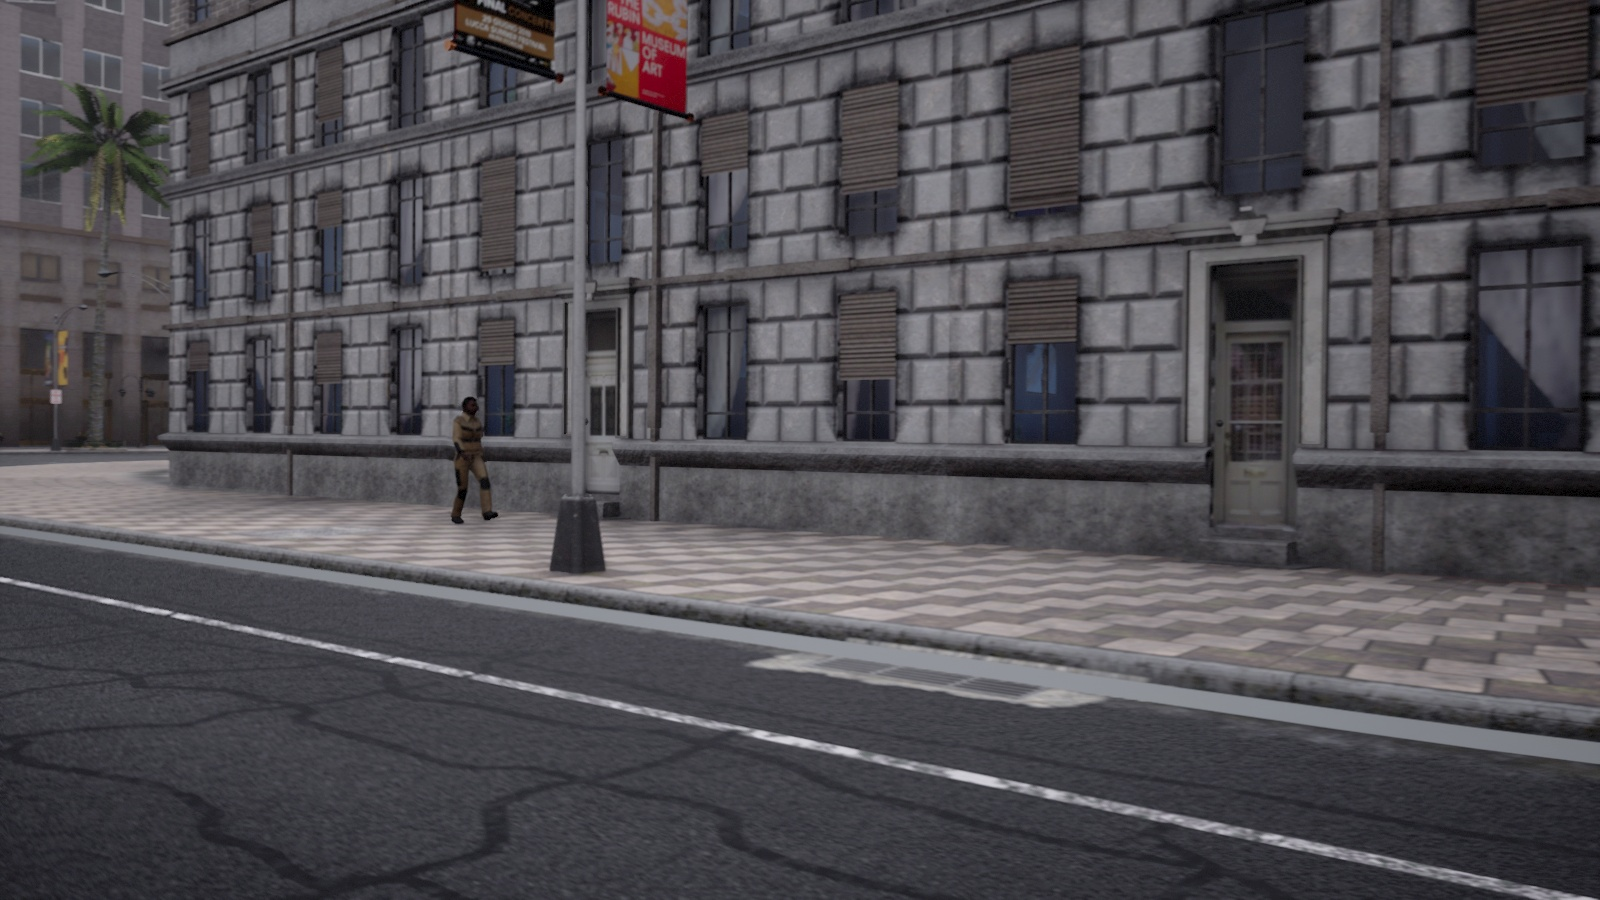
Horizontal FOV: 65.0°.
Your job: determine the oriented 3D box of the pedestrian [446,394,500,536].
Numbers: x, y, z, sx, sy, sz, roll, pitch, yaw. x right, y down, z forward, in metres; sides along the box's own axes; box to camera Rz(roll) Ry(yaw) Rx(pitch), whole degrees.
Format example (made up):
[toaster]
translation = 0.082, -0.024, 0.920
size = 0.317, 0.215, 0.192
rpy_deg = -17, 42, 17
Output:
[pedestrian]
translation = -4.518, 0.200, 17.343
size = 0.692, 1.930, 0.396
rpy_deg = 0, 1, 45
